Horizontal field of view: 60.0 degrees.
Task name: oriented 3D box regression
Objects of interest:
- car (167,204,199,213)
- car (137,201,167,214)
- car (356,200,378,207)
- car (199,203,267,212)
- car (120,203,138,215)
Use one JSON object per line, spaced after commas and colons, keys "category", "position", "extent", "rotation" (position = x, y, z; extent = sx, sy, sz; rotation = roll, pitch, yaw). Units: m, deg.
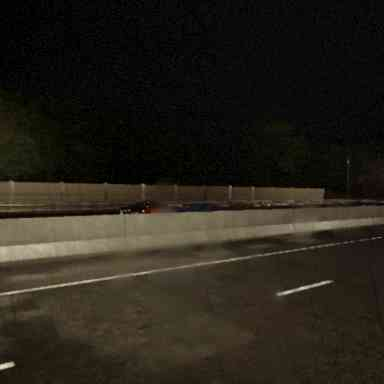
{"category": "car", "position": [0.741, 1.631, 26.029], "extent": [4.674, 1.442, 1.812], "rotation": [1, 0, -36]}
{"category": "car", "position": [-1.882, 1.702, 28.457], "extent": [4.718, 1.301, 1.895], "rotation": [0, 0, -36]}
{"category": "car", "position": [28.658, 1.957, 54.506], "extent": [4.181, 1.385, 1.994], "rotation": [1, 0, -35]}
{"category": "car", "position": [3.262, 1.587, 23.530], "extent": [5.008, 1.535, 1.882], "rotation": [0, 0, -36]}
{"category": "car", "position": [-4.317, 1.602, 31.018], "extent": [4.892, 1.490, 1.837], "rotation": [0, 0, -36]}
